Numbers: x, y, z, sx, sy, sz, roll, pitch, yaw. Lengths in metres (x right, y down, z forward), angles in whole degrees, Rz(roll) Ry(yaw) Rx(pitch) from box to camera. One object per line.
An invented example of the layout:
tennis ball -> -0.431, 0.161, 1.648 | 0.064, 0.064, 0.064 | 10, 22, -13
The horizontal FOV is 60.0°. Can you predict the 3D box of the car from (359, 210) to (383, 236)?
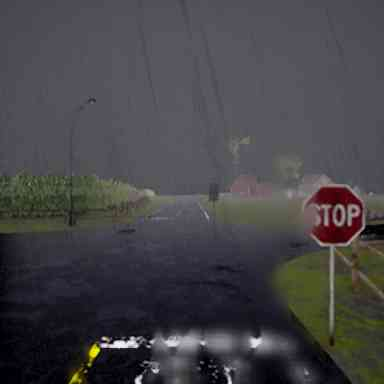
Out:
car -> 8.361, 1.519, 15.880 | 4.718, 1.301, 1.895 | 0, 0, -8
